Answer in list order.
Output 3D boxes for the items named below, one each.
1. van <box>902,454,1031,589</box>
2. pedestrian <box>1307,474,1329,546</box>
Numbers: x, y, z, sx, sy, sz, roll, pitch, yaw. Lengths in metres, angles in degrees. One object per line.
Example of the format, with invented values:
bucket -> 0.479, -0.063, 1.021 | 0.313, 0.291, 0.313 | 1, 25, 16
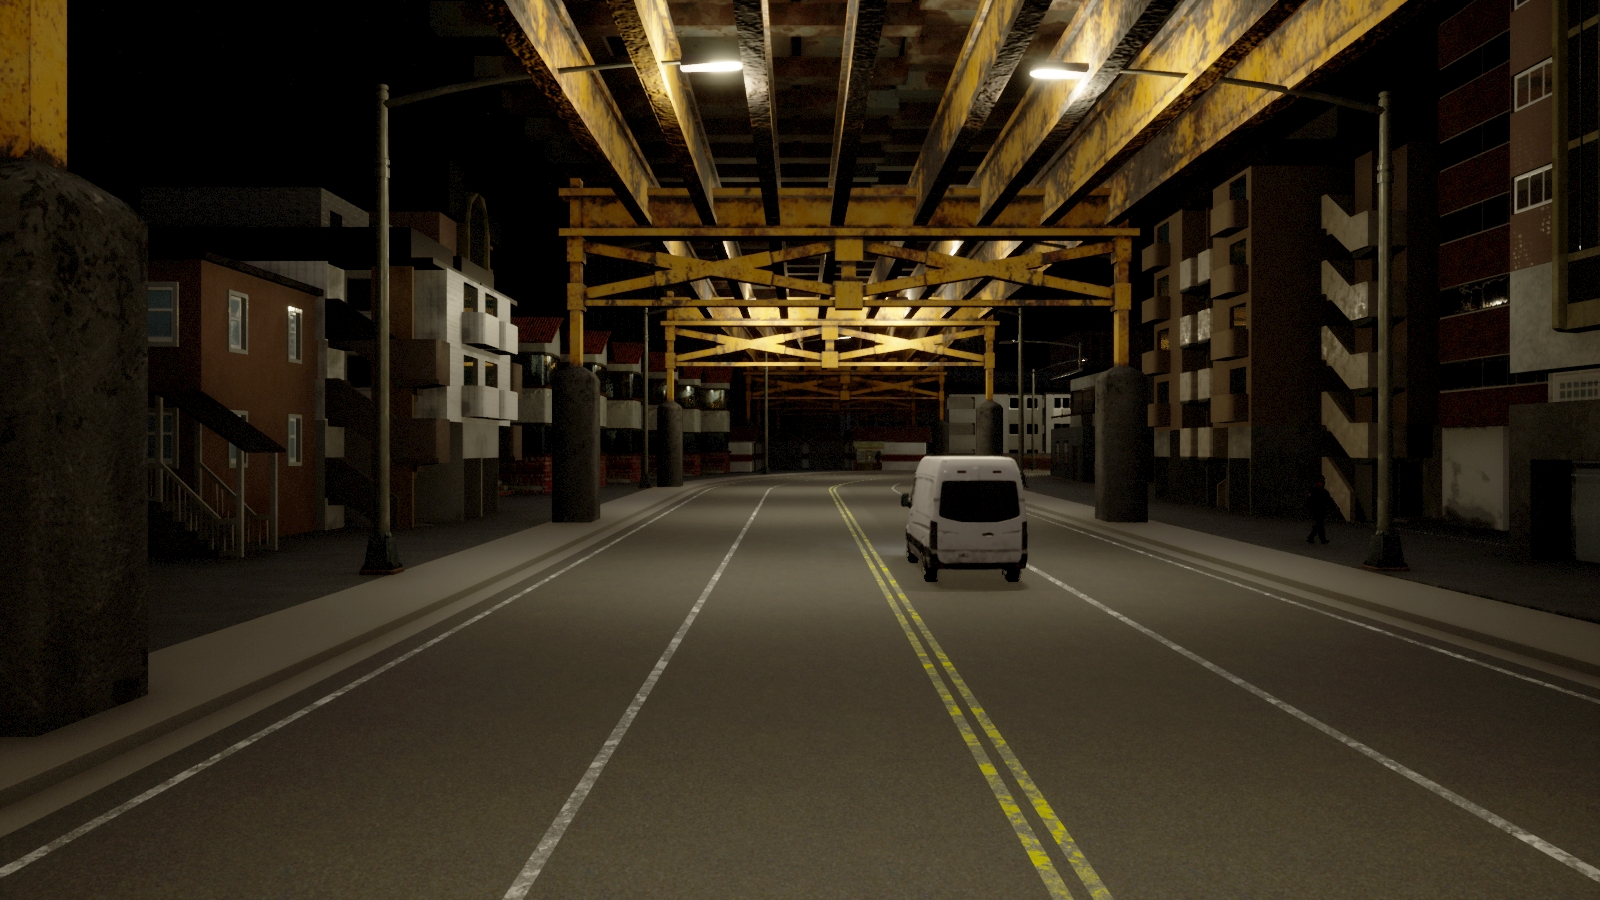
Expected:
van -> 3.509, 1.407, 25.269 | 1.988, 2.561, 5.915 | 0, 1, 0
pedestrian -> 13.646, 1.579, 30.095 | 0.375, 1.860, 0.375 | 0, 0, -10
